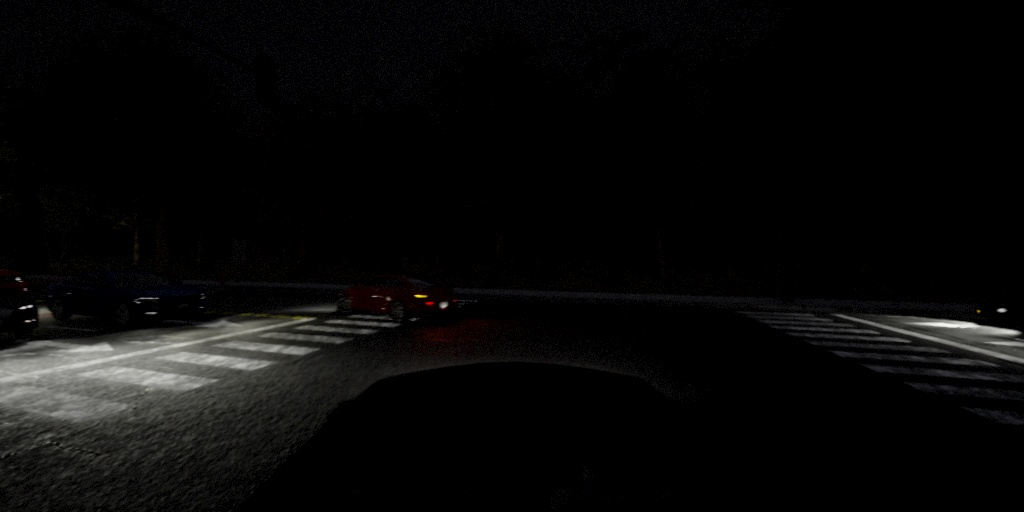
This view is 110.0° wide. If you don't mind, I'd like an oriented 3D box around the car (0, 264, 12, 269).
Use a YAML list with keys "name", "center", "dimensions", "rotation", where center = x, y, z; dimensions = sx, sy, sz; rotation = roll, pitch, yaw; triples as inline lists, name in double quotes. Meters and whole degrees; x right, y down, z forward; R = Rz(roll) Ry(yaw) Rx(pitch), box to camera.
- name: "car"
  center: [-22.072, 0.876, 14.086]
  dimensions: [5.566, 2.045, 2.150]
  rotation: [0, 0, 16]

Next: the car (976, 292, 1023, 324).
- name: "car"
  center: [16.554, 1.445, 10.194]
  dimensions: [4.181, 1.385, 1.994]
  rotation: [0, 0, 16]

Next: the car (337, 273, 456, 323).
- name: "car"
  center: [-3.939, 1.294, 12.152]
  dimensions: [4.674, 1.442, 1.812]
  rotation: [0, -2, 35]

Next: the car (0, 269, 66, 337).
- name: "car"
  center: [-13.495, 1.165, 8.302]
  dimensions: [4.902, 1.511, 2.128]
  rotation: [0, 0, 16]

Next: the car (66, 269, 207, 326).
- name: "car"
  center: [-12.036, 1.183, 11.264]
  dimensions: [5.008, 1.535, 1.882]
  rotation: [0, 0, 17]

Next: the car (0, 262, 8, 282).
- name: "car"
  center: [-38.984, 1.139, 25.740]
  dimensions: [4.674, 1.442, 1.812]
  rotation: [0, 0, 16]
